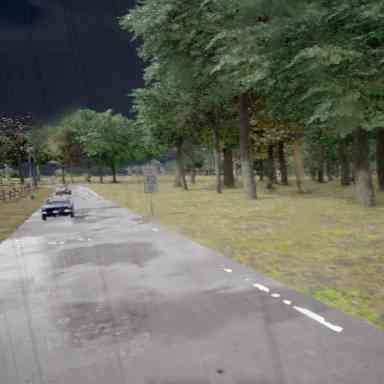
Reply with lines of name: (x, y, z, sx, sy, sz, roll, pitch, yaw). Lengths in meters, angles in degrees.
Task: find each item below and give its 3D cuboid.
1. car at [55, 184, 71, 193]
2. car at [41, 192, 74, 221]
car: (-18.785, -0.389, 48.595, 2.097, 1.767, 4.553, -4, 4, -20)
car: (-8.806, 1.001, 21.891, 1.895, 1.301, 4.718, -4, 3, -20)
